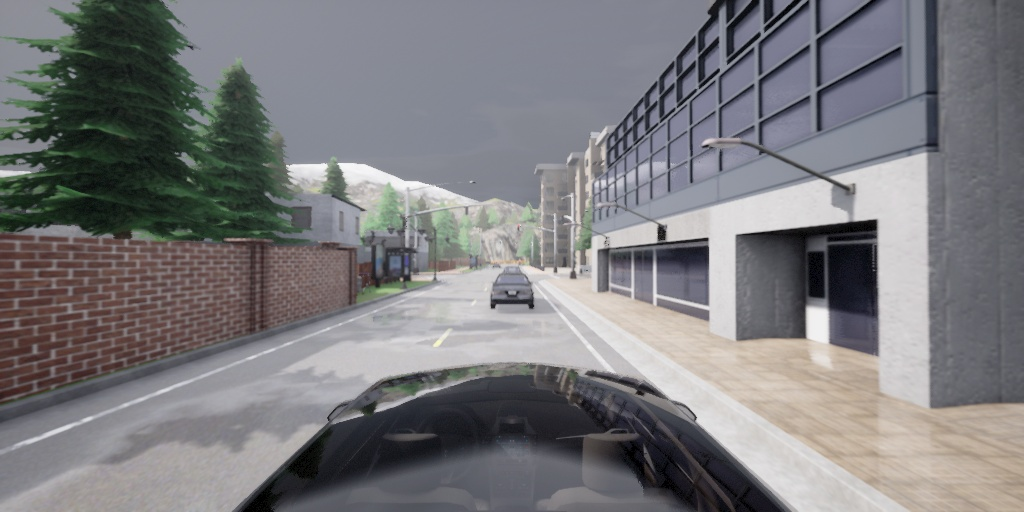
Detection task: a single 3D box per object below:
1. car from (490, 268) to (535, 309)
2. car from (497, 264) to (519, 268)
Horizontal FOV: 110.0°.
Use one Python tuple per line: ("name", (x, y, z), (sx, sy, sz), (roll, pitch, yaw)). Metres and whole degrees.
("car", (0.010, 1.433, 15.828), (2.033, 1.411, 5.357), (0, -1, 0))
("car", (0.014, 1.578, 30.826), (2.033, 1.411, 5.357), (0, -1, 0))
